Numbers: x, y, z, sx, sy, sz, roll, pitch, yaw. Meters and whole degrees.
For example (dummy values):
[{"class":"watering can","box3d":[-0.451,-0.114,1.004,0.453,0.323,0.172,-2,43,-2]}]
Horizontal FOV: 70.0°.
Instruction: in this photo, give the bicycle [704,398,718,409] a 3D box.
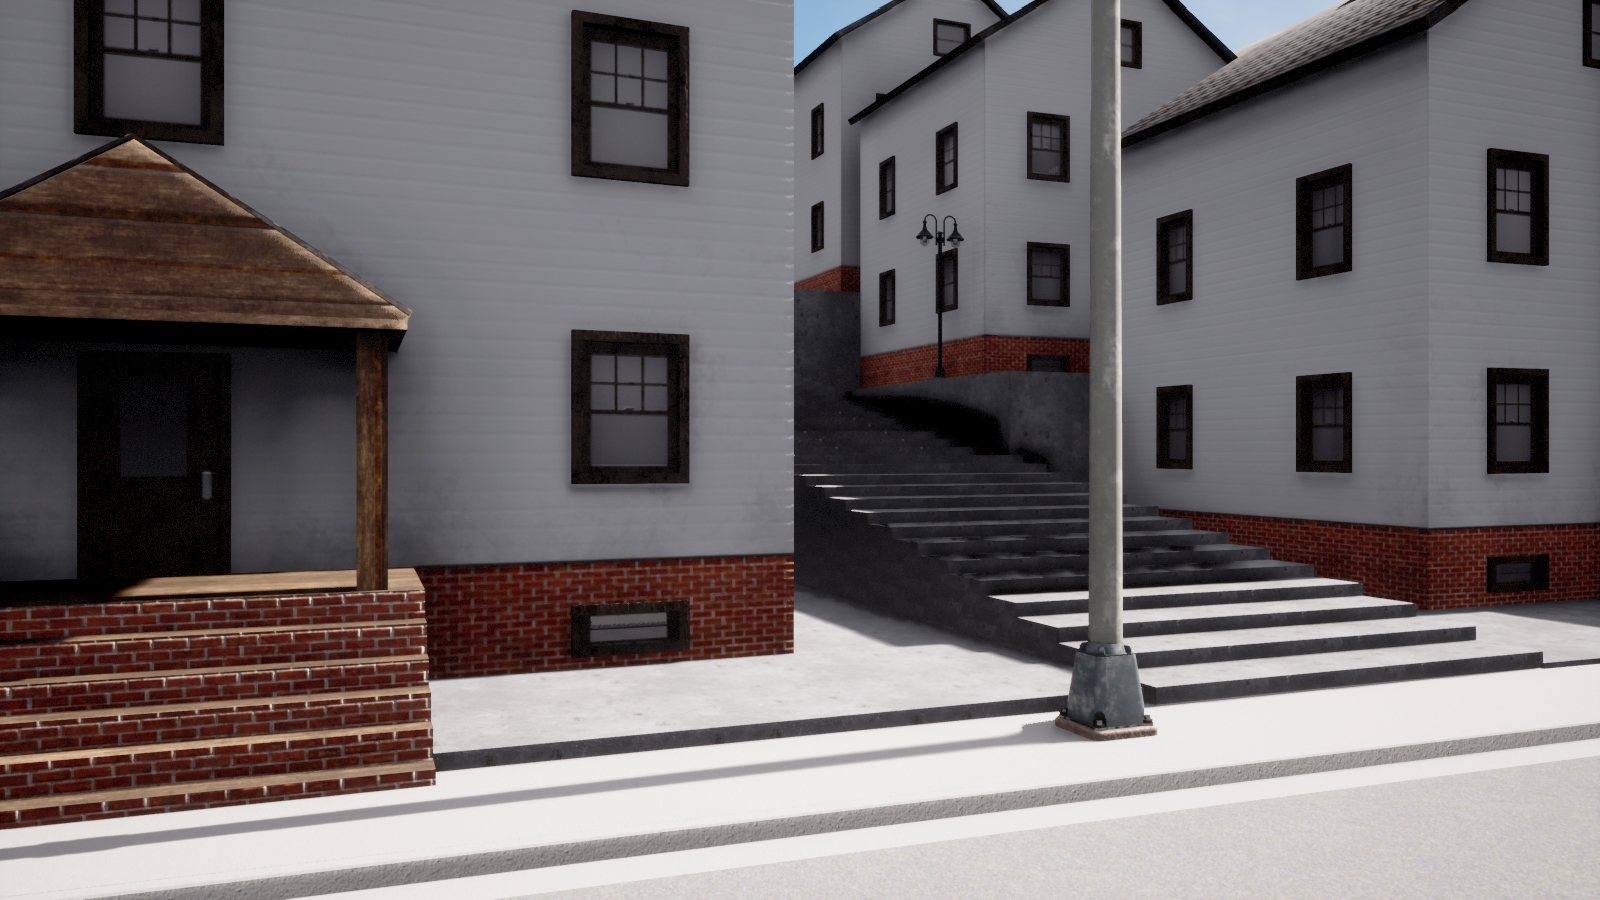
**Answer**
[{"class":"bicycle","box3d":[-11.191,-5.867,143.380,1.487,1.301,0.859,0,3,22]}]
